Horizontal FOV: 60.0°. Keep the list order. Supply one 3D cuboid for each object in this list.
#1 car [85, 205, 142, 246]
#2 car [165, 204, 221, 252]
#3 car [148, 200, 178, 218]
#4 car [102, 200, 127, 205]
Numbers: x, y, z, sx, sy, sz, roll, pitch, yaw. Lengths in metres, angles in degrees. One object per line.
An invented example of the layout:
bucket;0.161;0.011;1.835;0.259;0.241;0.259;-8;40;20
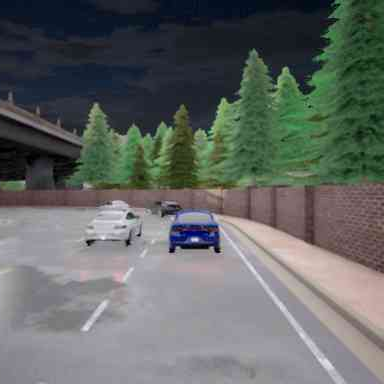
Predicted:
car;-3.427;1.516;15.078;1.812;1.442;4.674;0;0;0
car;0.093;1.469;13.788;1.882;1.535;5.008;0;0;0
car;-2.523;1.485;30.279;1.837;1.490;4.892;1;-1;-25
car;-7.214;1.505;30.940;1.812;1.442;4.674;1;0;-34
